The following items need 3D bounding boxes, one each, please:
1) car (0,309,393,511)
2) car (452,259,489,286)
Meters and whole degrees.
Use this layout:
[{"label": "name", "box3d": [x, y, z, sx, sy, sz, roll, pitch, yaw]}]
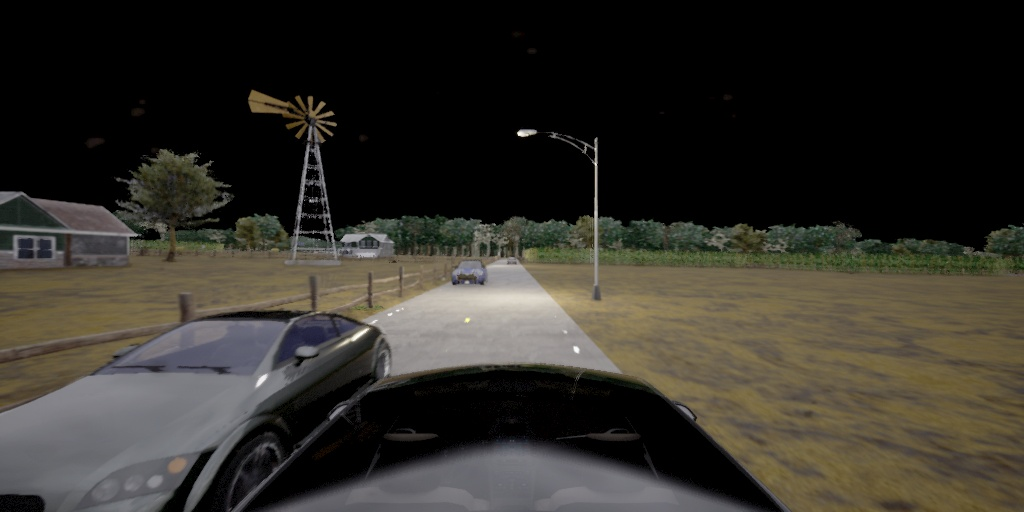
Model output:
[{"label": "car", "box3d": [-2.829, 1.313, 3.840, 1.994, 1.385, 4.181, 0, 0, 0]}, {"label": "car", "box3d": [-2.783, 1.038, 24.553, 2.097, 1.767, 4.553, 0, 0, 0]}]
